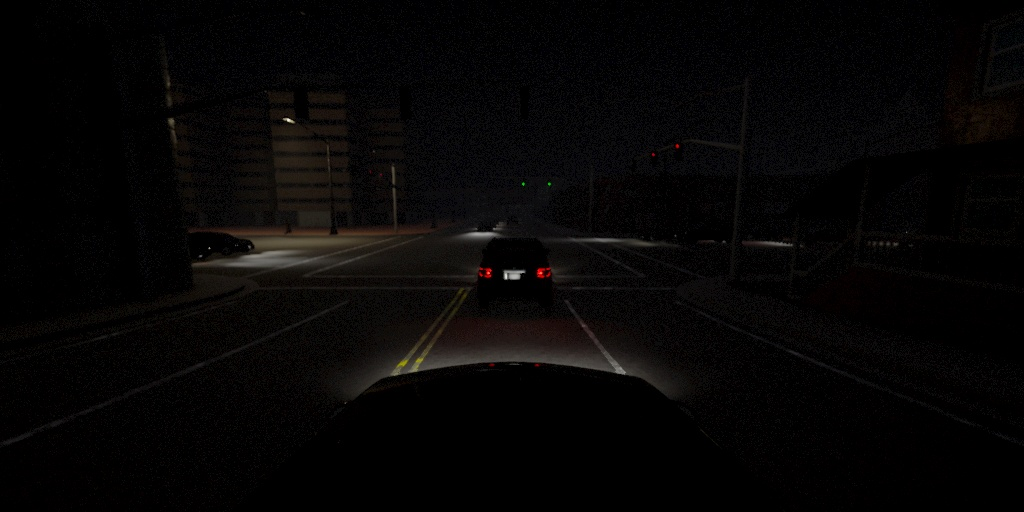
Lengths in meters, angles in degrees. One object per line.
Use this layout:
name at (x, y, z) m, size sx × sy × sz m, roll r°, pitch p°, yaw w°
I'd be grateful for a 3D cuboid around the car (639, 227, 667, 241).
car at (14.840, -2.177, 34.620) m, size 4.718 × 1.301 × 1.895 m, roll 0°, pitch 8°, yaw 0°

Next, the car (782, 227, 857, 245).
car at (26.750, -1.778, 31.087) m, size 4.674 × 1.442 × 1.812 m, roll 0°, pitch 8°, yaw 0°

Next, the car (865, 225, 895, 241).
car at (34.121, -2.238, 34.523) m, size 4.674 × 1.442 × 1.812 m, roll 0°, pitch 8°, yaw 1°

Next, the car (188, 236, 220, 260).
car at (-20.133, -0.301, 20.625) m, size 4.718 × 1.301 × 1.895 m, roll 0°, pitch 8°, yaw 0°

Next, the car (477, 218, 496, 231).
car at (-3.609, -4.062, 48.664) m, size 1.895 × 1.301 × 4.718 m, roll 0°, pitch 8°, yaw 0°

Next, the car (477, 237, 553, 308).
car at (0.131, 0.372, 12.125) m, size 2.150 × 2.045 × 5.566 m, roll 0°, pitch 5°, yaw 1°

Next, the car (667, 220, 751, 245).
car at (16.955, -2.084, 31.083) m, size 5.566 × 2.045 × 2.150 m, roll 0°, pitch 8°, yaw 0°

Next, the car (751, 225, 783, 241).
car at (23.918, -2.246, 34.561) m, size 4.674 × 1.442 × 1.812 m, roll 0°, pitch 7°, yaw 0°

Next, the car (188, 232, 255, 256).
car at (-20.044, -0.861, 24.079) m, size 4.892 × 1.490 × 1.837 m, roll 0°, pitch 8°, yaw 0°

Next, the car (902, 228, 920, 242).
car at (36.824, -1.943, 31.014) m, size 4.553 × 1.767 × 2.097 m, roll 0°, pitch 8°, yaw 0°

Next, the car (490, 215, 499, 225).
car at (-3.587, -5.318, 57.462) m, size 1.812 × 1.442 × 4.674 m, roll 0°, pitch 8°, yaw 0°

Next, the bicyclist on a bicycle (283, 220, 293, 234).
bicyclist on a bicycle at (-25.278, -3.259, 40.412) m, size 0.582 × 1.620 × 1.656 m, roll 0°, pitch 8°, yaw 0°
